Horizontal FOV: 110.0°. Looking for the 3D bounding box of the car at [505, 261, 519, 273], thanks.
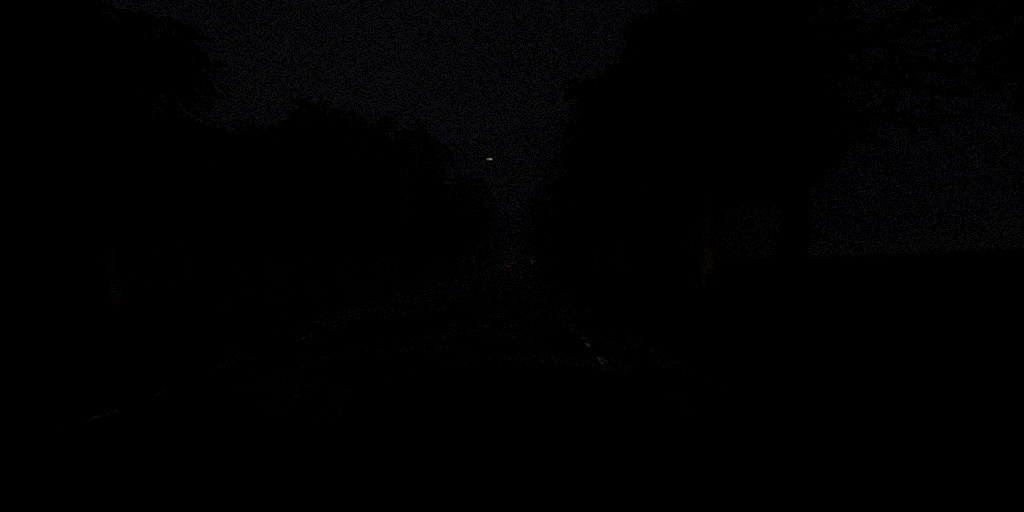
[{"bbox_3d":[0.015,1.758,56.671,2.163,1.488,4.792,0,-1,0],"label":"car"}]
